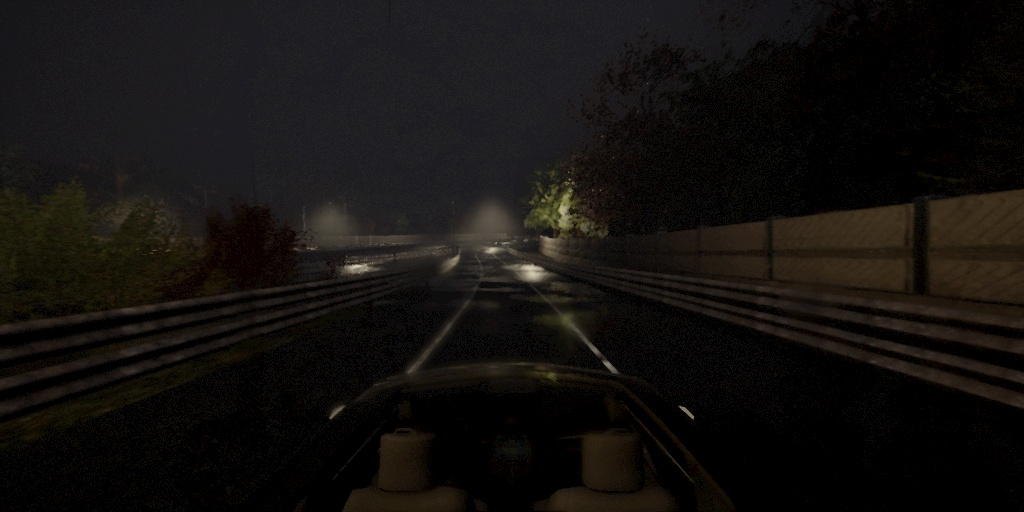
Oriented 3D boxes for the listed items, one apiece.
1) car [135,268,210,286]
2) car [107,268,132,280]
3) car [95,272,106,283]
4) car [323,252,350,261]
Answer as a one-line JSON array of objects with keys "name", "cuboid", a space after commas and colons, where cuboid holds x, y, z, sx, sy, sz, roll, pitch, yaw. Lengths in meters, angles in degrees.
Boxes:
[{"name": "car", "cuboid": [-29.127, 1.834, 31.520, 2.128, 1.511, 4.902, 1, 4, 18]}, {"name": "car", "cuboid": [-32.490, 1.805, 32.490, 1.837, 1.490, 4.892, 1, 4, 18]}, {"name": "car", "cuboid": [-35.843, 1.814, 33.497, 1.994, 1.385, 4.181, 1, 4, 18]}, {"name": "car", "cuboid": [-28.082, 0.115, 57.479, 1.994, 1.385, 4.181, 1, 4, 18]}]
